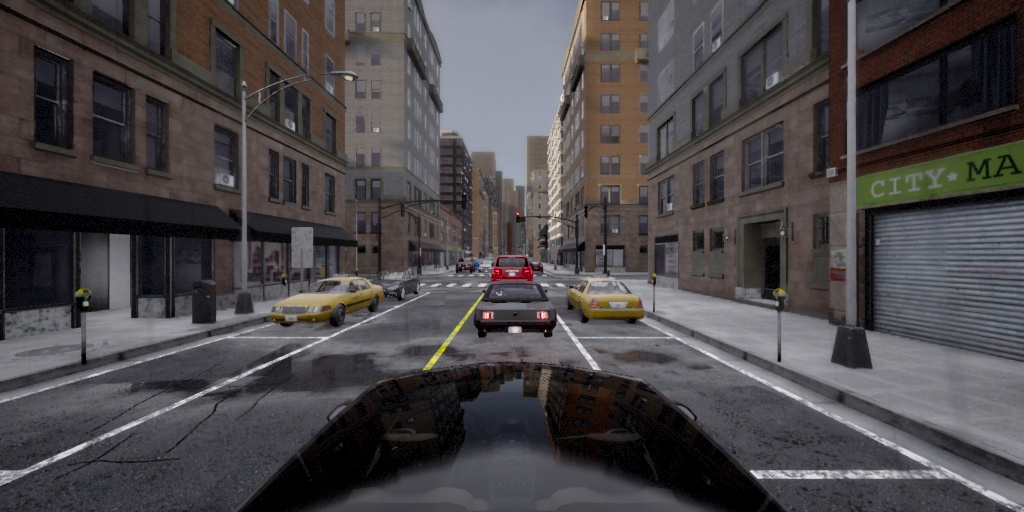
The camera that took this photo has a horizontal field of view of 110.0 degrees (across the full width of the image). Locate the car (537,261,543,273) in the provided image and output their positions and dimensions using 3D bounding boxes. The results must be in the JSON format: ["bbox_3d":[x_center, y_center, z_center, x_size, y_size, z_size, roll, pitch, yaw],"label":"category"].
[{"bbox_3d":[2.869,1.308,44.076,1.888,1.381,4.507,0,0,0],"label":"car"}]

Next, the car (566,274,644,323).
[{"bbox_3d":[2.860,1.276,11.947,1.751,1.417,4.829,0,0,0],"label":"car"}]

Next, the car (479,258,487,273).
[{"bbox_3d":[-3.086,1.289,44.681,1.812,1.442,4.674,0,0,0],"label":"car"}]

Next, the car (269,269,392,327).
[{"bbox_3d":[-5.666,1.276,11.610,1.751,1.417,4.829,0,0,0],"label":"car"}]

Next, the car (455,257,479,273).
[{"bbox_3d":[-5.656,1.078,44.079,2.192,1.841,5.009,0,0,0],"label":"car"}]

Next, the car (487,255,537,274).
[{"bbox_3d":[0.006,0.974,19.957,2.150,2.045,5.566,0,0,0],"label":"car"}]

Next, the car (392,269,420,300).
[{"bbox_3d":[-5.664,1.302,17.305,2.007,1.370,4.403,0,0,0],"label":"car"}]

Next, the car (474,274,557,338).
[{"bbox_3d":[0.084,1.351,10.187,1.895,1.301,4.718,0,0,0],"label":"car"}]
